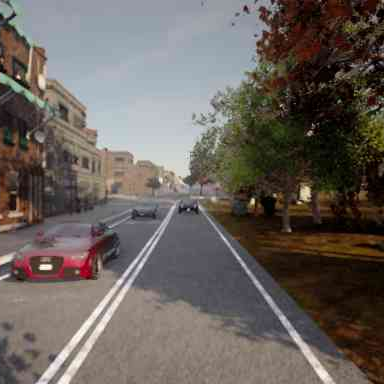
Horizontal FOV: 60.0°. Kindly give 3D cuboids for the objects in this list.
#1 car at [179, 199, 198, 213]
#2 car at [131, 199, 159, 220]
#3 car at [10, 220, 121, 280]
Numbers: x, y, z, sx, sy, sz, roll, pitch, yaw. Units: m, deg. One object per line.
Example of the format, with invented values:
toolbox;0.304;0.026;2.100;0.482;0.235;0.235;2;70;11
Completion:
car;-0.378;1.366;33.649;1.895;1.301;4.718;0;1;-1
car;-3.656;1.359;26.598;1.837;1.490;4.892;0;1;-1
car;-3.409;1.544;9.726;1.994;1.385;4.181;0;0;0
